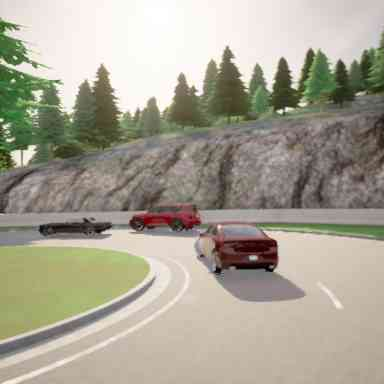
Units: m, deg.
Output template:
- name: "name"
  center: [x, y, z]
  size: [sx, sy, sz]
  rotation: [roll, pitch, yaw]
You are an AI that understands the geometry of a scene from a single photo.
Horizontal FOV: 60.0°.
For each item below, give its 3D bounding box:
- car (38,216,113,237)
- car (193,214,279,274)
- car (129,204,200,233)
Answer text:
- name: "car"
  center: [-8.093, 2.380, 23.146]
  size: [4.718, 1.301, 1.895]
  rotation: [-1, -2, 3]
- name: "car"
  center: [1.395, 1.771, 11.809]
  size: [1.882, 1.535, 5.008]
  rotation: [0, -2, -8]
- name: "car"
  center: [-2.048, 1.937, 25.333]
  size: [5.566, 2.045, 2.150]
  rotation: [-2, -2, 23]
